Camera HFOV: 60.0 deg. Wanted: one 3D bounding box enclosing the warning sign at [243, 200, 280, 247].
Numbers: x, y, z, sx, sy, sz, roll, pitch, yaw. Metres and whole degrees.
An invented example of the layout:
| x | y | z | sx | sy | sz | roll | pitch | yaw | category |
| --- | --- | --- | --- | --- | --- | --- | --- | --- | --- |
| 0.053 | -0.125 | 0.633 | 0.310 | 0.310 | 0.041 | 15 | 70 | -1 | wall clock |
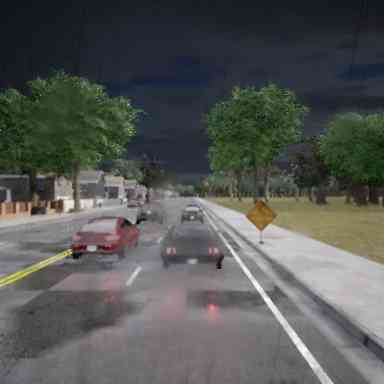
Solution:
| x | y | z | sx | sy | sz | roll | pitch | yaw | category |
| --- | --- | --- | --- | --- | --- | --- | --- | --- | --- |
| 2.849 | 1.262 | 13.715 | 1.300 | 1.860 | 1.060 | 0 | -1 | 0 | warning sign |

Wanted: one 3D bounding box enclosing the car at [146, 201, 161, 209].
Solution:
| x | y | z | sx | sy | sz | roll | pitch | yaw | category |
| --- | --- | --- | --- | --- | --- | --- | --- | --- | --- |
| -6.563 | 2.199 | 56.716 | 1.895 | 1.301 | 4.718 | 0 | -1 | 1 | car |

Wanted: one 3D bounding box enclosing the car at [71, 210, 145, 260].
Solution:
| x | y | z | sx | sy | sz | roll | pitch | yaw | category |
| --- | --- | --- | --- | --- | --- | --- | --- | --- | --- |
| -3.203 | 1.663 | 13.012 | 1.812 | 1.442 | 4.674 | 0 | 0 | 1 | car |

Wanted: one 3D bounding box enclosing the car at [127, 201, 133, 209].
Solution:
| x | y | z | sx | sy | sz | roll | pitch | yaw | category |
| --- | --- | --- | --- | --- | --- | --- | --- | --- | --- |
| -9.812 | 2.163 | 56.856 | 1.994 | 1.385 | 4.181 | 0 | -1 | 0 | car |

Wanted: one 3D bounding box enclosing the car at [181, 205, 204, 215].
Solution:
| x | y | z | sx | sy | sz | roll | pitch | yaw | category |
| --- | --- | --- | --- | --- | --- | --- | --- | --- | --- |
| 0.048 | 1.822 | 28.016 | 1.812 | 1.442 | 4.674 | 0 | 0 | 1 | car |

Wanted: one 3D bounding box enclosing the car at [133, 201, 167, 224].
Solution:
| x | y | z | sx | sy | sz | roll | pitch | yaw | category |
| --- | --- | --- | --- | --- | --- | --- | --- | --- | --- |
| -3.210 | 1.639 | 27.251 | 2.097 | 1.767 | 4.553 | 0 | -1 | 1 | car |

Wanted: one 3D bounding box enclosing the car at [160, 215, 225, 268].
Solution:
| x | y | z | sx | sy | sz | roll | pitch | yaw | category |
| --- | --- | --- | --- | --- | --- | --- | --- | --- | --- |
| 0.035 | 1.726 | 11.726 | 1.895 | 1.301 | 4.718 | 0 | -1 | 1 | car |
